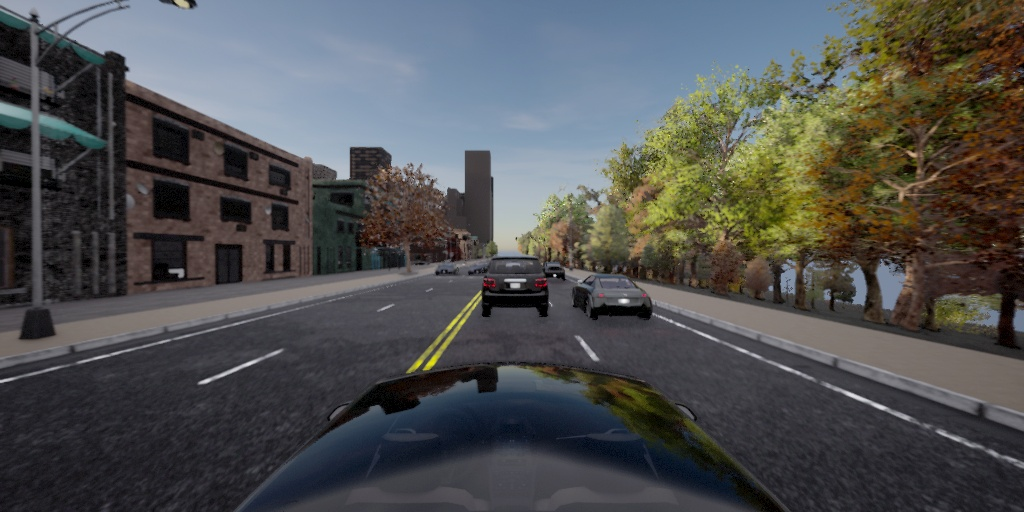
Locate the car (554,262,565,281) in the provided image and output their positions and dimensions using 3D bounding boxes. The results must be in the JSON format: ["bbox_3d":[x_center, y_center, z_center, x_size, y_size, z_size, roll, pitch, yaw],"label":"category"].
[{"bbox_3d":[3.345,1.273,30.398,1.837,1.490,4.892,0,0,0],"label":"car"}]

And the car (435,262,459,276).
[{"bbox_3d":[-6.638,1.337,37.049,1.994,1.385,4.181,0,0,0],"label":"car"}]

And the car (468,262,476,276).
[{"bbox_3d":[-3.388,1.337,37.100,1.994,1.385,4.181,0,0,0],"label":"car"}]

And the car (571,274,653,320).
[{"bbox_3d":[3.348,1.321,12.731,1.994,1.385,4.181,0,0,0],"label":"car"}]

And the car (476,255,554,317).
[{"bbox_3d":[0.099,0.979,13.380,2.150,2.045,5.566,0,0,0],"label":"car"}]
